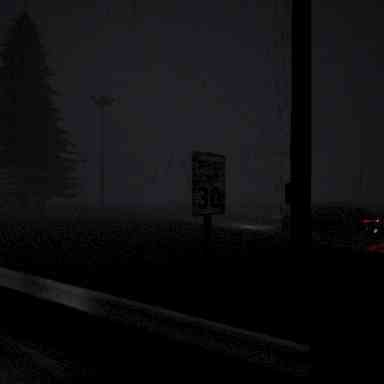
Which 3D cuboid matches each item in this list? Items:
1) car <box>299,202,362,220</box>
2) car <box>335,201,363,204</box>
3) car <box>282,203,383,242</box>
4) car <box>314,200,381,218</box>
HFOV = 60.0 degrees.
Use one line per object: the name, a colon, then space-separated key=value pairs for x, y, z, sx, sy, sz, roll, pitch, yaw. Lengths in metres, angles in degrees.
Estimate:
car: x=11.675 y=1.559 z=28.409 sx=1.895 sy=1.301 sz=4.718 roll=0 pitch=0 yaw=-32
car: x=9.154 y=1.502 z=19.204 sx=1.812 sy=1.442 sz=4.674 roll=0 pitch=0 yaw=-32
car: x=6.702 y=1.465 z=16.519 sx=2.128 sy=1.511 sz=4.902 roll=0 pitch=0 yaw=-32
car: x=14.258 y=1.508 z=30.899 sx=2.033 sy=1.411 sz=5.357 roll=0 pitch=0 yaw=-32
